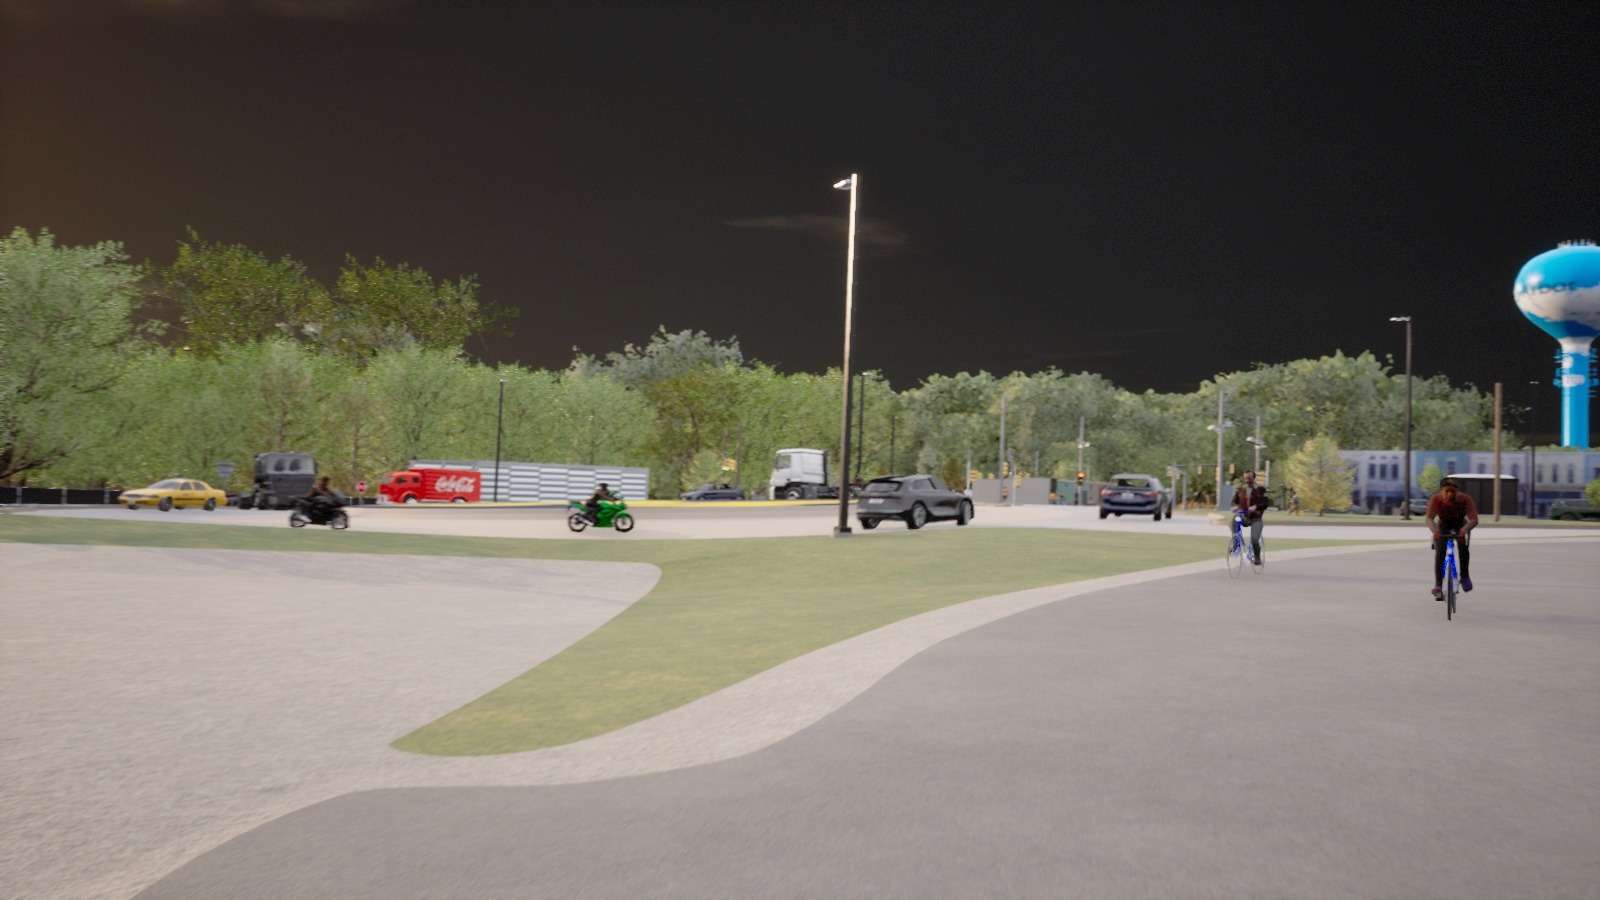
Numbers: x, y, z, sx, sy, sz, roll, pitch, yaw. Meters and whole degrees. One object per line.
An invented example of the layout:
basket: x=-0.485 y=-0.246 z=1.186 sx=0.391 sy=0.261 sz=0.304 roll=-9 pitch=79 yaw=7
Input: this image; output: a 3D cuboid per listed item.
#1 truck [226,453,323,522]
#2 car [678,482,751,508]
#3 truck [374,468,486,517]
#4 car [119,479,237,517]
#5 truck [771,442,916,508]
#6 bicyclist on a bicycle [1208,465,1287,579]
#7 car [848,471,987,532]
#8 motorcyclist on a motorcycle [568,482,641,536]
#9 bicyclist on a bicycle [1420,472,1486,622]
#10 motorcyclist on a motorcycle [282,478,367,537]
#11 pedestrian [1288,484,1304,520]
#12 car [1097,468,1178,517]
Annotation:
truck: x=-30.594 y=2.242 z=72.927 sx=2.891 sy=3.462 sz=7.936 roll=2 pitch=-6 yaw=-41
car: x=-5.303 y=2.790 z=78.354 sx=4.193 sy=1.474 sz=1.816 roll=0 pitch=-1 yaw=-36
truck: x=-20.218 y=2.373 z=68.749 sx=5.204 sy=2.467 sz=2.627 roll=4 pitch=-4 yaw=-42
car: x=-27.841 y=2.148 z=56.437 sx=1.801 sy=1.575 sz=5.366 roll=2 pitch=-2 yaw=12
truck: x=2.415 y=1.519 z=71.675 sx=7.936 sy=3.462 sz=2.891 roll=-2 pitch=-5 yaw=35
bicyclist on a bicycle: x=7.350 y=1.150 z=20.584 sx=0.659 sy=1.776 sz=1.843 roll=-1 pitch=-2 yaw=38
car: x=3.680 y=1.515 z=38.547 sx=2.033 sy=1.649 sz=4.856 roll=-1 pitch=0 yaw=36
motorcyclist on a motorcycle: x=-5.850 y=1.769 z=37.685 sx=2.044 sy=1.523 sz=0.797 roll=0 pitch=3 yaw=0
bicyclist on a bicycle: x=7.573 y=1.073 z=14.541 sx=0.582 sy=1.620 sz=1.656 roll=-1 pitch=-1 yaw=30
motorcyclist on a motorcycle: x=-12.881 y=1.550 z=34.019 sx=2.044 sy=1.523 sz=0.797 roll=1 pitch=-4 yaw=20
pedestrian: x=27.039 y=2.837 z=68.475 sx=0.788 sy=1.949 sz=0.423 roll=1 pitch=-3 yaw=25
car: x=12.518 y=1.534 z=46.360 sx=2.242 sy=1.667 sz=4.611 roll=1 pitch=0 yaw=23
